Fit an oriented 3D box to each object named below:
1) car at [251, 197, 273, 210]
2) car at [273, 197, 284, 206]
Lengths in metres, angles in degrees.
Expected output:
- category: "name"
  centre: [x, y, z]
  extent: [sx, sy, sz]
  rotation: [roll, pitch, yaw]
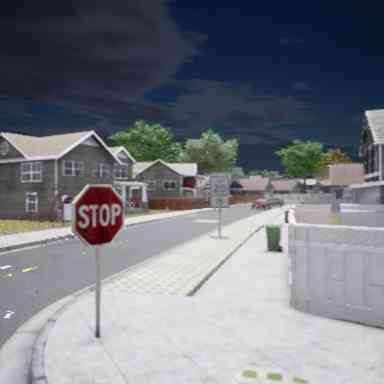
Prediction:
- category: "car"
  centre: [9.031, 1.548, 43.677]
  extent: [1.812, 1.442, 4.674]
  rotation: [-1, 0, 23]
- category: "car"
  centre: [13.687, 1.512, 54.103]
  extent: [2.128, 1.511, 4.902]
  rotation: [-1, 0, 25]
